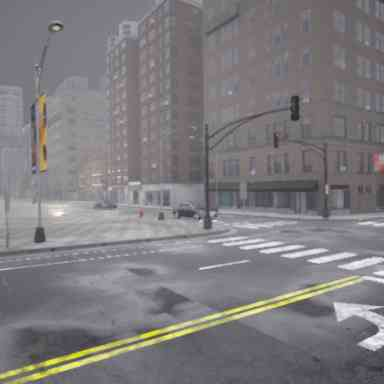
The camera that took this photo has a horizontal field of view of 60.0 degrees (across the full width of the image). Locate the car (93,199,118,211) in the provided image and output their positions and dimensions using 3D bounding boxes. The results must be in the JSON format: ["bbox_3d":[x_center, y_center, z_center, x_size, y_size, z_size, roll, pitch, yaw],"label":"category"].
[{"bbox_3d":[-11.833,1.707,45.035,2.033,1.411,5.357,-1,1,-35],"label":"car"}]

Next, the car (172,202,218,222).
[{"bbox_3d":[0.199,1.578,27.931,2.128,1.511,4.902,-1,1,-35],"label":"car"}]
